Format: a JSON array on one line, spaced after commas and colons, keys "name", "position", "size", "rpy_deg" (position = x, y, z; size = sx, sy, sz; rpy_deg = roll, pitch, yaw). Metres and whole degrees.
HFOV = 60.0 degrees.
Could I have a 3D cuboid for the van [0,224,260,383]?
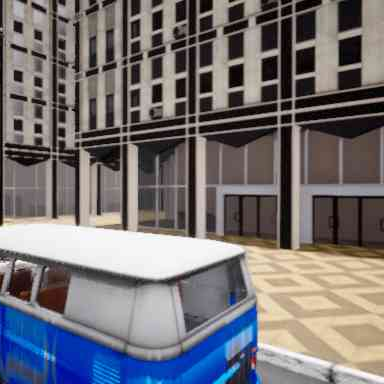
[{"name": "van", "position": [-1.251, 1.330, 3.751], "size": [3.998, 1.788, 1.690], "rpy_deg": [0, 0, 35]}]
